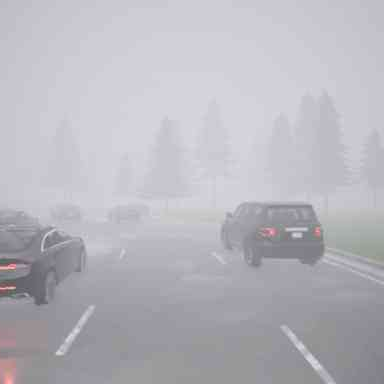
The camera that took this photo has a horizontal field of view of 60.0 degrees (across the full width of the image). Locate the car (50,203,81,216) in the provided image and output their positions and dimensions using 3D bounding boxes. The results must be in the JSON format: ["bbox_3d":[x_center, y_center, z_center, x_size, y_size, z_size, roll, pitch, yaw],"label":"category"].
[{"bbox_3d":[-11.552,1.938,30.249,1.994,1.385,4.181,0,-1,-34],"label":"car"}]

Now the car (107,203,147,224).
[{"bbox_3d":[-5.827,1.816,27.949,2.128,1.511,4.902,0,-1,-27],"label":"car"}]

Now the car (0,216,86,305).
[{"bbox_3d":[-3.986,1.598,8.246,2.128,1.511,4.902,0,-1,-5],"label":"car"}]

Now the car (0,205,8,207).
[{"bbox_3d":[-20.767,2.073,35.512,4.718,1.301,1.895,-1,-1,40],"label":"car"}]

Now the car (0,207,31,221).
[{"bbox_3d":[-8.889,1.708,16.496,2.128,1.511,4.902,0,-1,-14],"label":"car"}]

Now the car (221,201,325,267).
[{"bbox_3d":[2.625,1.341,12.129,2.150,2.045,5.566,0,0,-8],"label":"car"}]

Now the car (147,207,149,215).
[{"bbox_3d":[-6.346,1.897,35.465,2.128,1.511,4.902,0,-1,-36],"label":"car"}]
